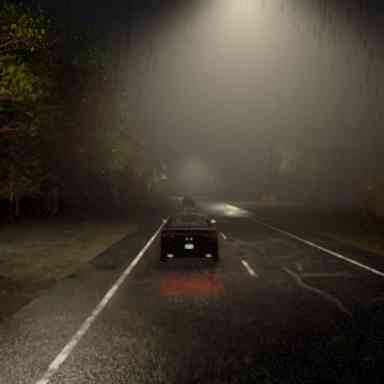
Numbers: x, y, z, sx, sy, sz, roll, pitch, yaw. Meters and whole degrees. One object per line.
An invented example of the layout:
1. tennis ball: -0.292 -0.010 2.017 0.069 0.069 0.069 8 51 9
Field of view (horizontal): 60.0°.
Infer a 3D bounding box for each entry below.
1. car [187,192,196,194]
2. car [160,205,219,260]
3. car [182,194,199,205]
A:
1. car: -0.667 1.303 69.800 2.097 1.767 4.553 0 0 -1
2. car: -0.102 1.475 12.392 1.882 1.535 5.008 0 0 -1
3. car: -0.486 1.461 51.438 2.128 1.511 4.902 0 0 -1
